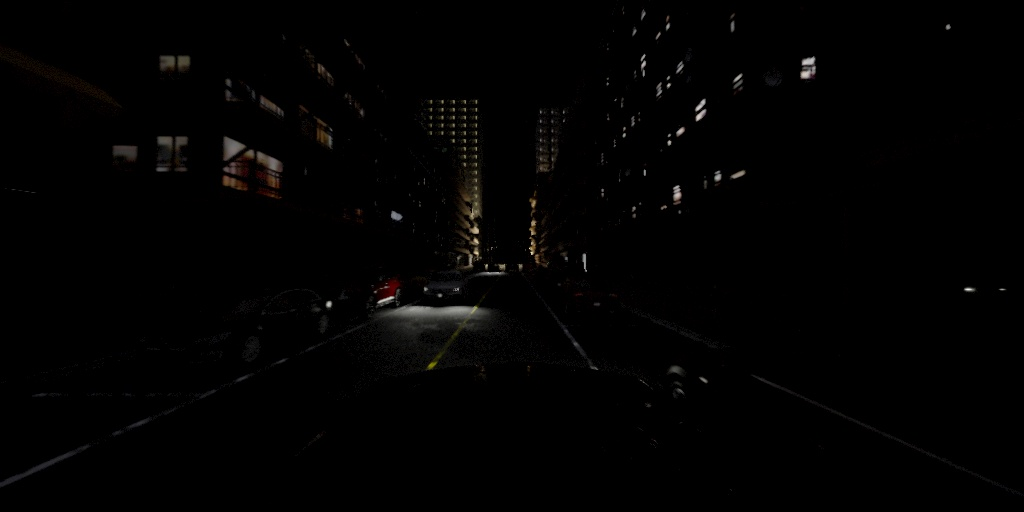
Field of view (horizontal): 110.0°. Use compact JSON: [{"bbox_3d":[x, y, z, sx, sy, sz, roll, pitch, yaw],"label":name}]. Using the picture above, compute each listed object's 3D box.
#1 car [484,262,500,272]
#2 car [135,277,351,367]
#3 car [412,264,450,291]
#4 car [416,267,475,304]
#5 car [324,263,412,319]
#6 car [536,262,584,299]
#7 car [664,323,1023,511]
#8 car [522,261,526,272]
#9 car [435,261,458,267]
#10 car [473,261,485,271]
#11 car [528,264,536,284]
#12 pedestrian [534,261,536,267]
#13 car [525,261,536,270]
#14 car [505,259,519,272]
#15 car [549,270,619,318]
[{"bbox_3d":[-3.025,1.972,59.391,1.895,1.301,4.718,0,-1,1],"label":"car"},{"bbox_3d":[-5.688,1.370,8.038,2.007,1.370,4.403,0,0,0],"label":"car"},{"bbox_3d":[-5.684,1.524,24.489,1.751,1.417,4.829,0,0,0],"label":"car"},{"bbox_3d":[-3.095,1.450,17.744,1.812,1.442,4.674,0,-1,0],"label":"car"},{"bbox_3d":[-5.687,1.194,13.579,2.192,1.841,5.009,0,0,0],"label":"car"},{"bbox_3d":[2.696,1.254,19.169,2.192,1.841,5.009,0,0,0],"label":"car"},{"bbox_3d":[2.692,1.199,2.549,1.967,1.591,4.097,0,0,0],"label":"car"},{"bbox_3d":[2.705,1.670,57.951,2.192,1.841,5.009,0,0,0],"label":"car"},{"bbox_3d":[-5.683,1.373,30.199,2.192,1.841,5.009,0,0,0],"label":"car"},{"bbox_3d":[-5.676,1.728,63.440,2.192,1.841,5.009,0,0,0],"label":"car"},{"bbox_3d":[2.698,1.610,30.250,2.007,1.370,4.403,0,0,0],"label":"car"},{"bbox_3d":[3.011,1.542,47.839,0.375,1.860,0.375,1,-2,-1],"label":"pedestrian"},{"bbox_3d":[3.010,1.672,44.828,1.801,1.575,5.366,0,-1,0],"label":"car"},{"bbox_3d":[0.024,1.587,59.291,2.150,2.045,5.566,0,-1,0],"label":"car"},{"bbox_3d":[2.695,1.425,13.630,1.888,1.381,4.507,0,0,0],"label":"car"}]
